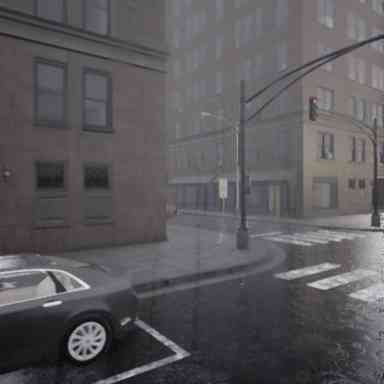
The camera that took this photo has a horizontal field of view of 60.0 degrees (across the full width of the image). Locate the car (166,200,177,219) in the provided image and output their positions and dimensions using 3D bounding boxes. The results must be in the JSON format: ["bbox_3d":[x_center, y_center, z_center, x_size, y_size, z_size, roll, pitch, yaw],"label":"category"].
[{"bbox_3d":[-3.246,1.152,25.825,2.097,1.767,4.553,0,1,-36],"label":"car"}]

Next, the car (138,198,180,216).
[{"bbox_3d":[-3.116,1.326,30.714,1.994,1.385,4.181,0,1,-36],"label":"car"}]

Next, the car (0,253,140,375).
[{"bbox_3d":[-2.818,1.551,4.177,4.403,1.369,2.008,0,0,-36],"label":"car"}]
